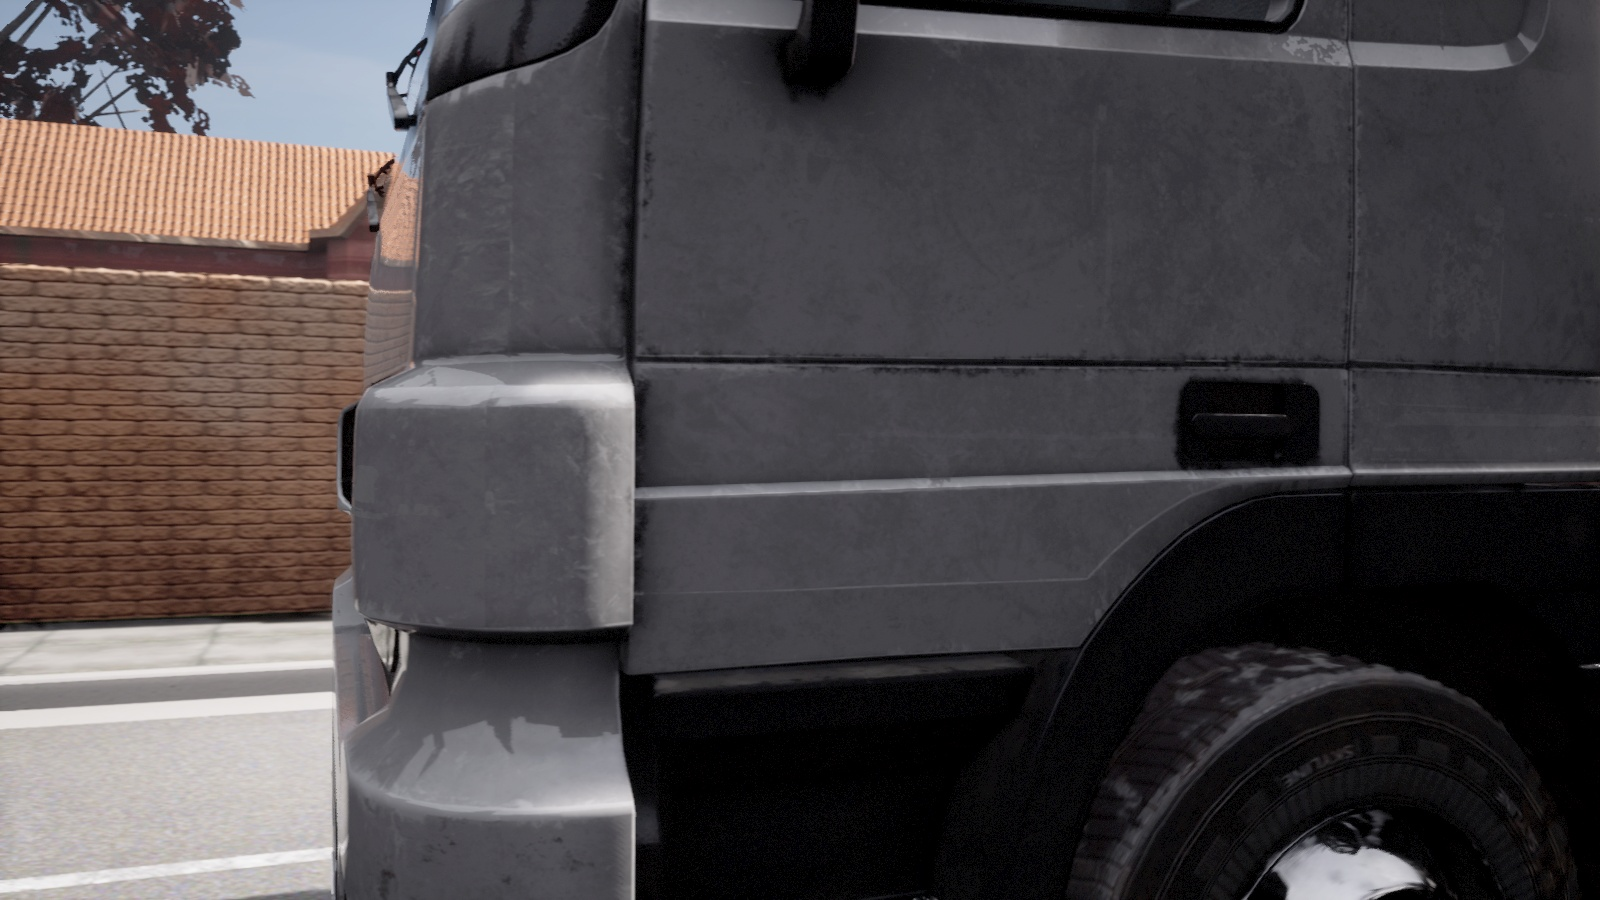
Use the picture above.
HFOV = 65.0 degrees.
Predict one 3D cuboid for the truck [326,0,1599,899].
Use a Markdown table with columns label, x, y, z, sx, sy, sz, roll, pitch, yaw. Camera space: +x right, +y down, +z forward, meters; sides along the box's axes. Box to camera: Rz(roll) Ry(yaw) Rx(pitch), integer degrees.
| label | x | y | z | sx | sy | sz | roll | pitch | yaw |
| --- | --- | --- | --- | --- | --- | --- | --- | --- | --- |
| truck | 2.665 | -0.282 | 4.239 | 7.936 | 3.462 | 2.891 | -1 | 1 | -21 |
